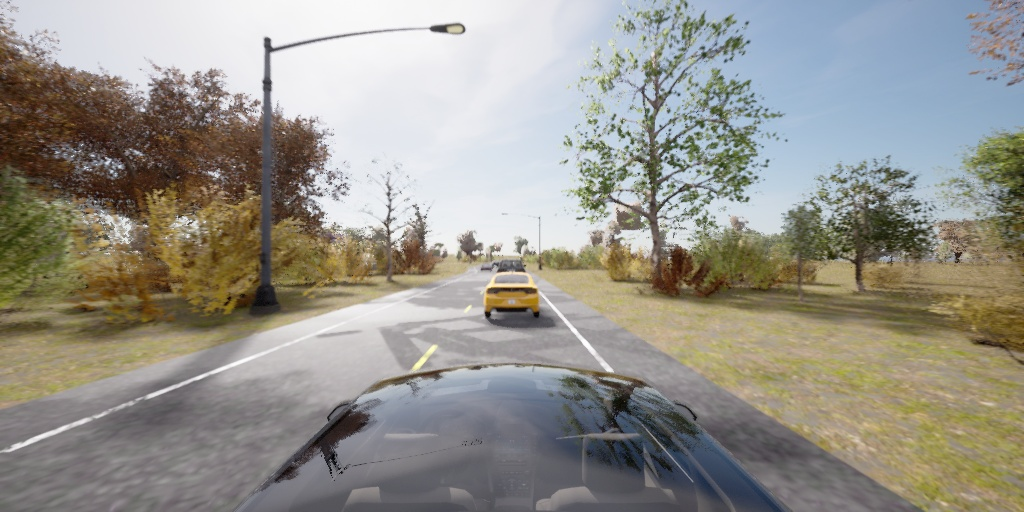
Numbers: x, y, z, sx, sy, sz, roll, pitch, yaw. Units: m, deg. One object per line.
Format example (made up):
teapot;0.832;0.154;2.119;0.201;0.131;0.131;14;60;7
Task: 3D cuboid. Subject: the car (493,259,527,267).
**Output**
car;-0.045;1.250;28.143;2.150;2.045;5.566;0;0;0

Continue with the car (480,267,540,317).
car;0.021;1.355;13.836;1.882;1.535;5.008;0;-1;1

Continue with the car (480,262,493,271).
car;-4.296;1.898;60.017;1.994;1.385;4.181;0;0;-4
